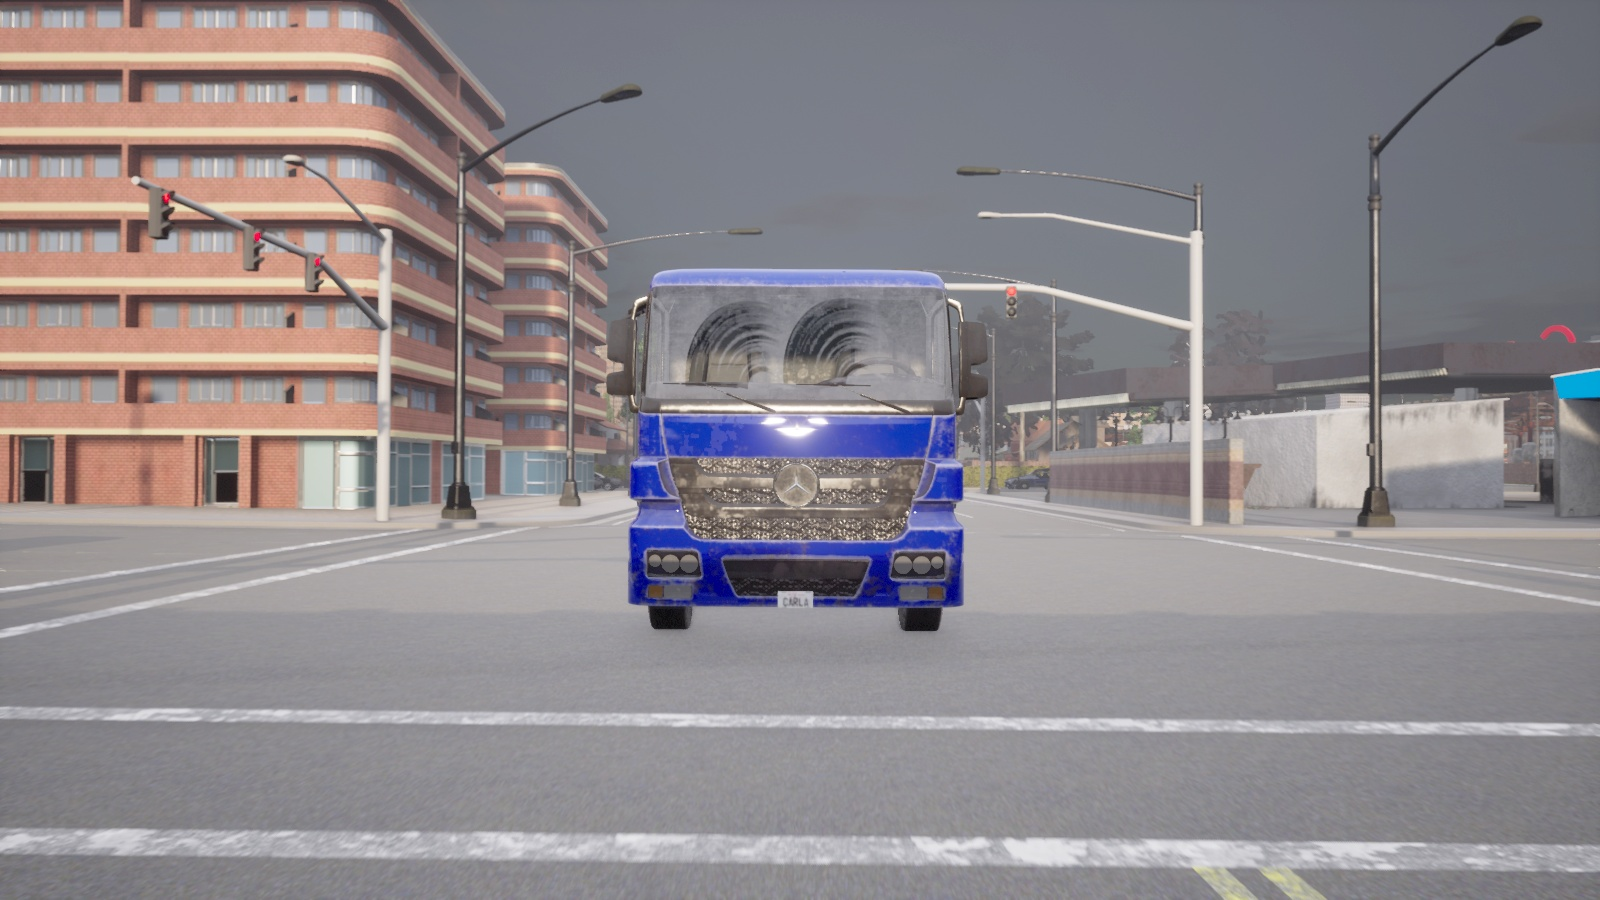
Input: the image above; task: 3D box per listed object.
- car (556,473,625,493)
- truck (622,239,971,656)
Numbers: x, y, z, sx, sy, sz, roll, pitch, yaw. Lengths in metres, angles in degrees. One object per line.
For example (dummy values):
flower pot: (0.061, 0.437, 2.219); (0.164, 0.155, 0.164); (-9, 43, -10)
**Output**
car: (-15.846, 2.475, 95.112); (4.892, 1.490, 1.837); (0, -1, 1)
truck: (-0.039, 0.039, 14.416); (2.891, 3.462, 7.936); (0, -1, 0)
